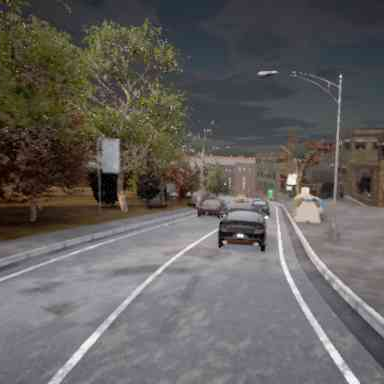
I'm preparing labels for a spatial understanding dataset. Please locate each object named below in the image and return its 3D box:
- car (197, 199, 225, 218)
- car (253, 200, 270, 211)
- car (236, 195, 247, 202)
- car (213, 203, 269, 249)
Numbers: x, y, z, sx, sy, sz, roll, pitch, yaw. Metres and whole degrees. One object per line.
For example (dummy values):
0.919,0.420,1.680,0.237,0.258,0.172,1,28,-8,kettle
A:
1.777,1.337,28.293,1.882,1.535,5.008,2,0,14,car
6.588,1.487,32.311,1.812,1.442,4.674,2,0,14,car
10.122,1.263,68.299,1.882,1.535,5.008,1,0,6,car
2.328,1.468,14.758,1.882,1.535,5.008,2,0,12,car
